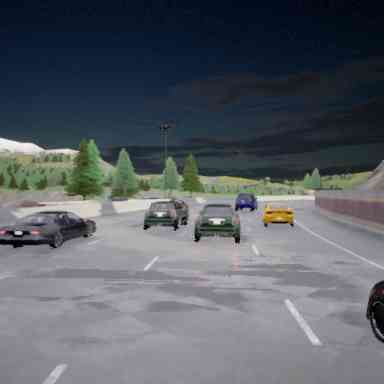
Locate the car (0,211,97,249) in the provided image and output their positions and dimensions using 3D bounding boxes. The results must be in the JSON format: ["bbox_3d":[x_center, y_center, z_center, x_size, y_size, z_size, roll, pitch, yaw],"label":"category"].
[{"bbox_3d":[-6.001,1.536,14.521,2.033,1.411,5.357,0,0,6],"label":"car"}]

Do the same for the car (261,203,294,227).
[{"bbox_3d":[5.948,1.503,23.337,1.882,1.535,5.008,0,0,10],"label":"car"}]

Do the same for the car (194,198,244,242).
[{"bbox_3d":[1.365,1.362,16.723,2.097,1.767,4.553,0,0,7],"label":"car"}]

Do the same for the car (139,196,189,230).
[{"bbox_3d":[-1.506,1.356,21.171,2.097,1.767,4.553,0,0,9],"label":"car"}]

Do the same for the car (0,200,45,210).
[{"bbox_3d":[-14.654,1.446,28.304,1.882,1.535,5.008,0,0,11],"label":"car"}]

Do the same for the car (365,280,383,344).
[{"bbox_3d":[3.770,1.576,3.703,1.994,1.385,4.181,0,0,2],"label":"car"}]

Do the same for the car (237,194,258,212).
[{"bbox_3d":[6.626,1.256,40.237,2.150,2.045,5.566,0,0,18],"label":"car"}]

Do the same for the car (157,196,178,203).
[{"bbox_3d":[-4.950,1.537,67.860,2.033,1.411,5.357,0,0,26],"label":"car"}]

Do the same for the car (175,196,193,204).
[{"bbox_3d":[-1.563,1.566,66.802,1.994,1.385,4.181,0,0,26],"label":"car"}]

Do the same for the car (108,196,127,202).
[{"bbox_3d":[-14.322,1.540,64.322,1.994,1.385,4.181,0,0,24],"label":"car"}]

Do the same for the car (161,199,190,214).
[{"bbox_3d":[-1.700,1.535,36.684,1.812,1.442,4.674,0,0,15],"label":"car"}]
